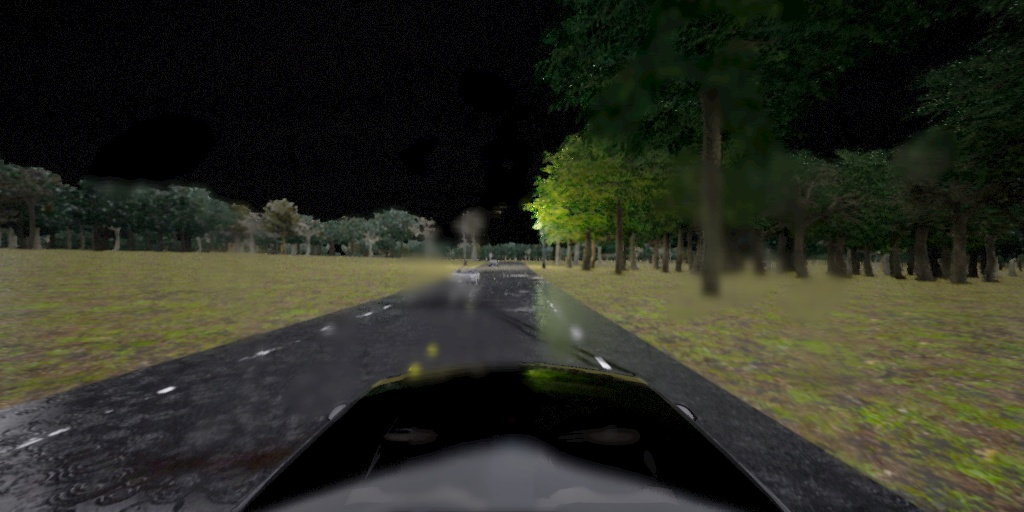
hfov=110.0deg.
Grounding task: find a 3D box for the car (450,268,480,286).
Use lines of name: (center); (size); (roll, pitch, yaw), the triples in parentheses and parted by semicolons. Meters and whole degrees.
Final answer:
car: (-3.611, 1.607, 28.059); (1.895, 1.301, 4.718); (0, 0, 0)
